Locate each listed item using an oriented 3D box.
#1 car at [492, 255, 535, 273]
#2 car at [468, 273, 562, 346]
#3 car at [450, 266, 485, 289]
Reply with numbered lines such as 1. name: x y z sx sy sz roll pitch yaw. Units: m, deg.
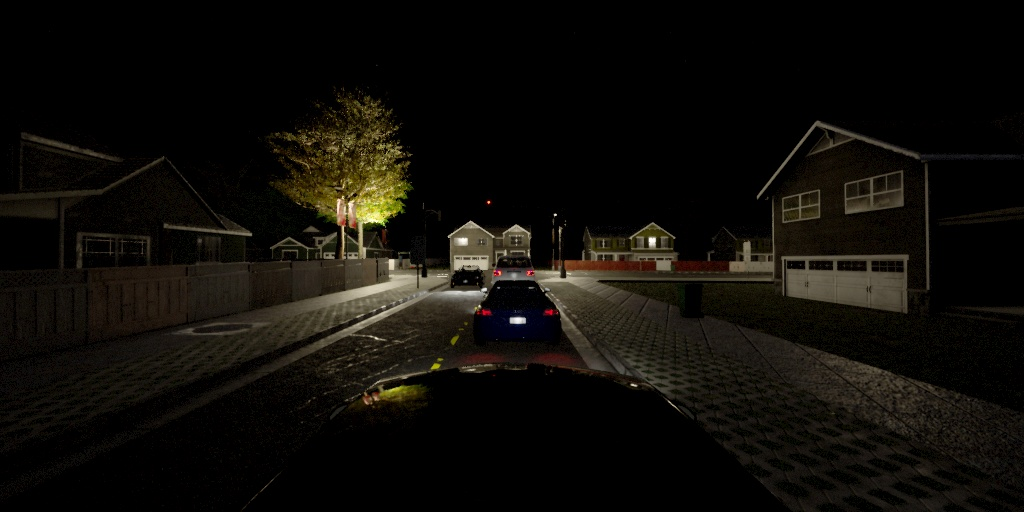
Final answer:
1. car: 0.099 0.974 19.442 2.150 2.045 5.566 0 0 0
2. car: 0.105 1.315 9.480 1.994 1.385 4.181 0 0 0
3. car: -2.751 1.317 23.178 1.994 1.385 4.181 0 0 0
